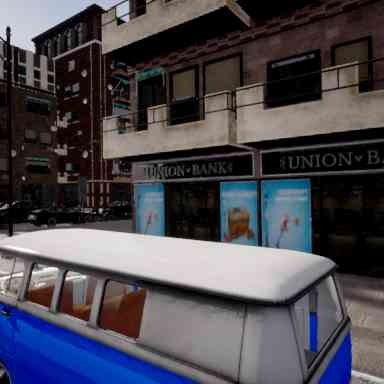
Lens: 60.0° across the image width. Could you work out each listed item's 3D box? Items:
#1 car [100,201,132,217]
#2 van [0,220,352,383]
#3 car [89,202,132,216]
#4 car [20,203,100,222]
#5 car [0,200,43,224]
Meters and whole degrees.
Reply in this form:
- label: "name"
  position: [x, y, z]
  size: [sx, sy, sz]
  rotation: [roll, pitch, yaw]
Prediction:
- label: "car"
  position: [-7.388, 1.671, 34.088]
  size: [2.128, 1.511, 4.902]
  rotation: [-1, -1, 36]
- label: "van"
  position: [-0.578, 1.342, 3.263]
  size: [3.998, 1.788, 1.690]
  rotation: [0, -1, 35]
- label: "car"
  position: [-8.868, 1.797, 36.457]
  size: [1.947, 1.339, 4.313]
  rotation: [-2, -1, 36]
- label: "car"
  position: [-8.744, 1.583, 22.405]
  size: [1.947, 1.339, 4.313]
  rotation: [-2, -1, 36]
- label: "car"
  position: [-13.467, 1.473, 25.759]
  size: [2.097, 1.767, 4.553]
  rotation: [-1, -1, 36]
